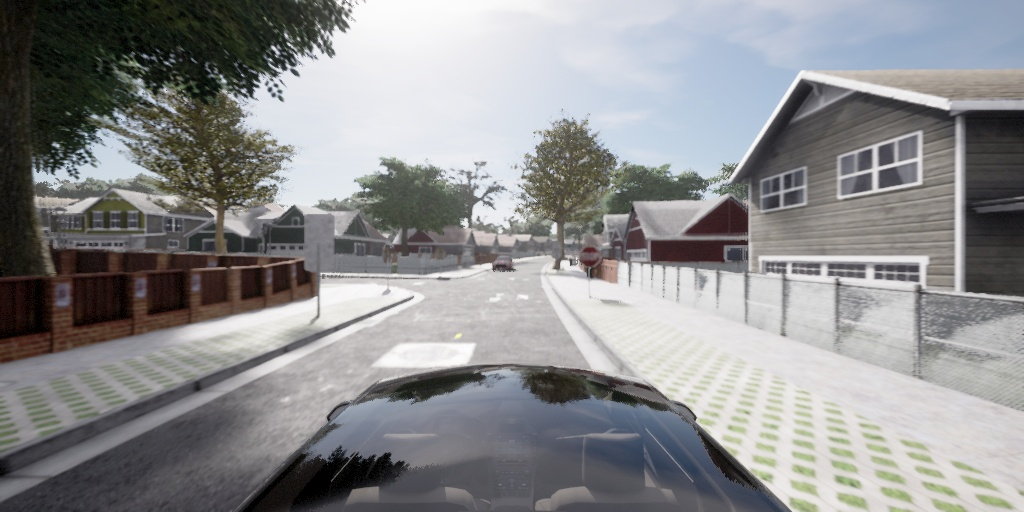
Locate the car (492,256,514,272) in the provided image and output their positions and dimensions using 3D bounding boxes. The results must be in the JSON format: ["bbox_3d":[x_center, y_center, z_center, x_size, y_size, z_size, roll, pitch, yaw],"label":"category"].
[{"bbox_3d":[-0.949,0.762,40.359,2.097,1.767,4.553,0,0,6],"label":"car"}]
